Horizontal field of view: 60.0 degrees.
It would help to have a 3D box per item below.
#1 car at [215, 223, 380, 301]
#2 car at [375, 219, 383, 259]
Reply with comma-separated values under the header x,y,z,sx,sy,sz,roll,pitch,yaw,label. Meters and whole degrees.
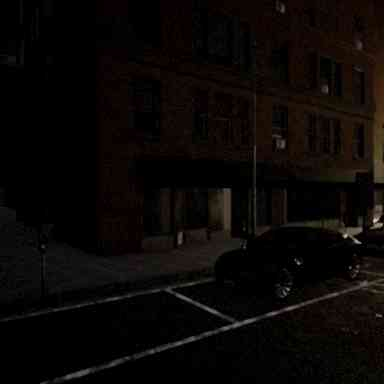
x,y,z,sx,sy,sz,roll,pitch,yaw,label
2.567,1.571,8.339,4.313,1.339,1.947,0,0,-35,car
7.057,1.591,11.519,4.206,1.307,1.802,0,0,-35,car
